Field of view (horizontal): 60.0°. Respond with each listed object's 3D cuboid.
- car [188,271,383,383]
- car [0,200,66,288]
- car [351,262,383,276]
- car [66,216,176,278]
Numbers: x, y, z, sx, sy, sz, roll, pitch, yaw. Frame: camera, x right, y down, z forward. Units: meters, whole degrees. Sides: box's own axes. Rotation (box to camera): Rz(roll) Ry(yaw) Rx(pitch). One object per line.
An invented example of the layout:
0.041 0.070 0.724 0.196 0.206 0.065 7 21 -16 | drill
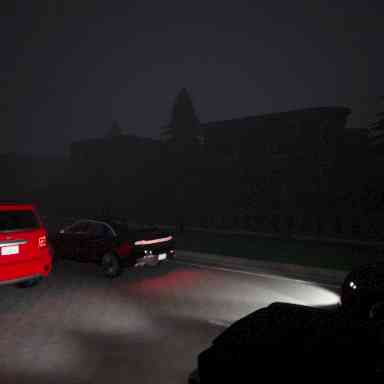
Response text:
2.298 1.601 2.353 4.718 1.301 1.895 0 0 36 | car
-5.675 1.221 7.999 5.566 2.045 2.150 0 0 36 | car
4.533 1.564 5.057 4.181 1.385 1.994 0 0 35 | car
-2.747 1.492 10.199 4.902 1.511 2.128 0 0 36 | car
